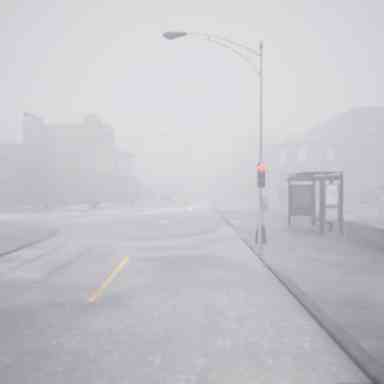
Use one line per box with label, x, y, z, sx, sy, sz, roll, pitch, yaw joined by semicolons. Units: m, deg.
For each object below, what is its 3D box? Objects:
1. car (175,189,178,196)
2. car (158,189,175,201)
car;-3.976;0.100;73.000;2.033;1.411;5.357;0;1;0
car;-3.979;0.601;49.362;1.812;1.442;4.674;0;2;0
